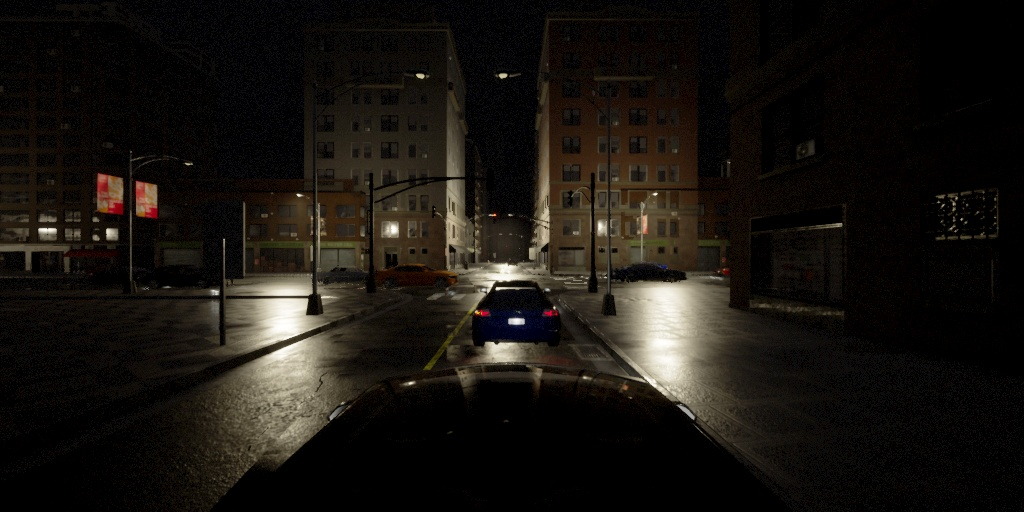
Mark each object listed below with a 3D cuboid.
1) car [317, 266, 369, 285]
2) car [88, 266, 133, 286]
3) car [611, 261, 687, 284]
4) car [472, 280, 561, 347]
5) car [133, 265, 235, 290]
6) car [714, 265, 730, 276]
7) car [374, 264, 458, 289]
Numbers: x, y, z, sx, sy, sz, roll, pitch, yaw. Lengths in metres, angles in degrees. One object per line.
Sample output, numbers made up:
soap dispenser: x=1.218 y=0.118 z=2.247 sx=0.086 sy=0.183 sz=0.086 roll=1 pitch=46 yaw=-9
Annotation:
car: x=-11.532 y=1.387 z=25.926 sx=4.718 sy=1.301 sz=1.895 roll=0 pitch=0 yaw=0
car: x=-27.628 y=1.412 z=25.854 sx=4.181 sy=1.385 sz=1.994 roll=0 pitch=0 yaw=0
car: x=9.696 y=1.248 z=26.027 sx=5.357 sy=1.411 sz=2.033 roll=0 pitch=0 yaw=0
car: x=0.098 y=1.314 z=9.373 sx=1.994 sy=1.385 sz=4.181 roll=0 pitch=0 yaw=0
car: x=-20.328 y=1.326 z=22.636 sx=4.892 sy=1.490 sz=1.837 roll=0 pitch=0 yaw=0
car: x=20.905 y=1.224 z=32.772 sx=4.181 sy=1.385 sz=1.994 roll=0 pitch=0 yaw=0
car: x=-5.952 y=1.241 z=22.704 sx=5.008 sy=1.535 sz=1.882 roll=0 pitch=0 yaw=0
